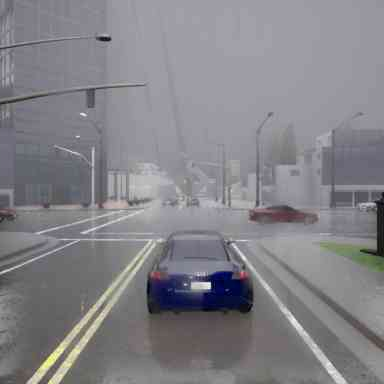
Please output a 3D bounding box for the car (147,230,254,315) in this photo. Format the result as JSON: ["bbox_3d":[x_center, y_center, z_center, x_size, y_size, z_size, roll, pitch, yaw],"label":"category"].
[{"bbox_3d":[0.096,1.564,7.662,1.994,1.385,4.181,0,0,-2],"label":"car"}]

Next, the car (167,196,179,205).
[{"bbox_3d":[-3.474,1.505,61.542,1.837,1.490,4.892,0,0,1],"label":"car"}]

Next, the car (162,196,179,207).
[{"bbox_3d":[-3.531,1.491,51.142,2.128,1.511,4.902,0,0,0],"label":"car"}]

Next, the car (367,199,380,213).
[{"bbox_3d":[20.543,1.515,33.535,4.181,1.385,1.994,0,0,0],"label":"car"}]

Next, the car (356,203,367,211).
[{"bbox_3d":[20.786,1.477,37.049,4.674,1.442,1.812,0,0,-2],"label":"car"}]

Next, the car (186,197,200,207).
[{"bbox_3d":[0.133,1.491,51.184,2.128,1.511,4.902,0,0,0],"label":"car"}]

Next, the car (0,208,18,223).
[{"bbox_3d":[-16.212,1.632,26.090,4.674,1.442,1.812,-1,0,0],"label":"car"}]

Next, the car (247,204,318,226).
[{"bbox_3d":[6.150,1.525,22.727,4.674,1.442,1.812,0,0,0],"label":"car"}]
